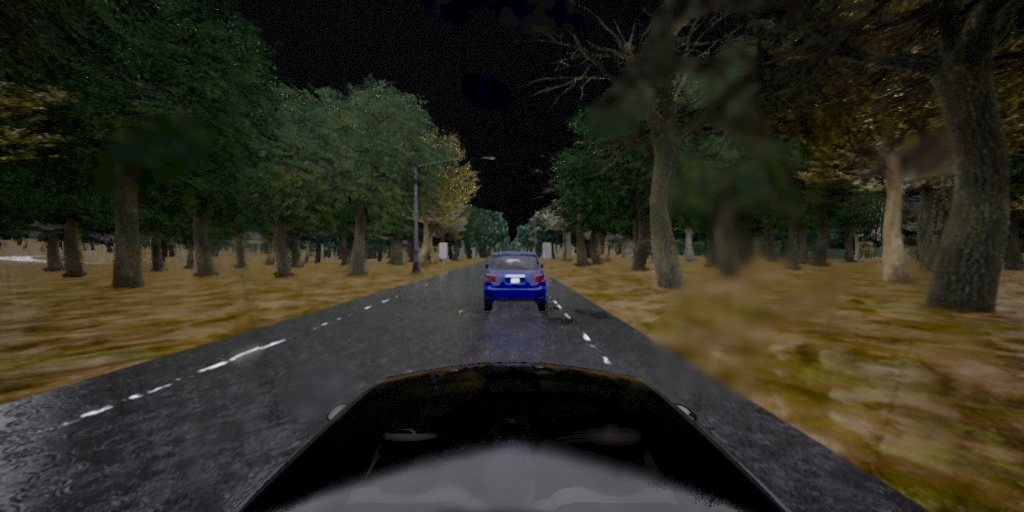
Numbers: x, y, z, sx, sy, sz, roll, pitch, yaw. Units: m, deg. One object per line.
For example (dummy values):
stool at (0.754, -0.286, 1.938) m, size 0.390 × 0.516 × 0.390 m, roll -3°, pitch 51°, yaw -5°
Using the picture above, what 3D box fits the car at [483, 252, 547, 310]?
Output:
car at (0.102, 0.844, 14.096) m, size 2.150 × 2.045 × 5.566 m, roll 0°, pitch 1°, yaw 0°
